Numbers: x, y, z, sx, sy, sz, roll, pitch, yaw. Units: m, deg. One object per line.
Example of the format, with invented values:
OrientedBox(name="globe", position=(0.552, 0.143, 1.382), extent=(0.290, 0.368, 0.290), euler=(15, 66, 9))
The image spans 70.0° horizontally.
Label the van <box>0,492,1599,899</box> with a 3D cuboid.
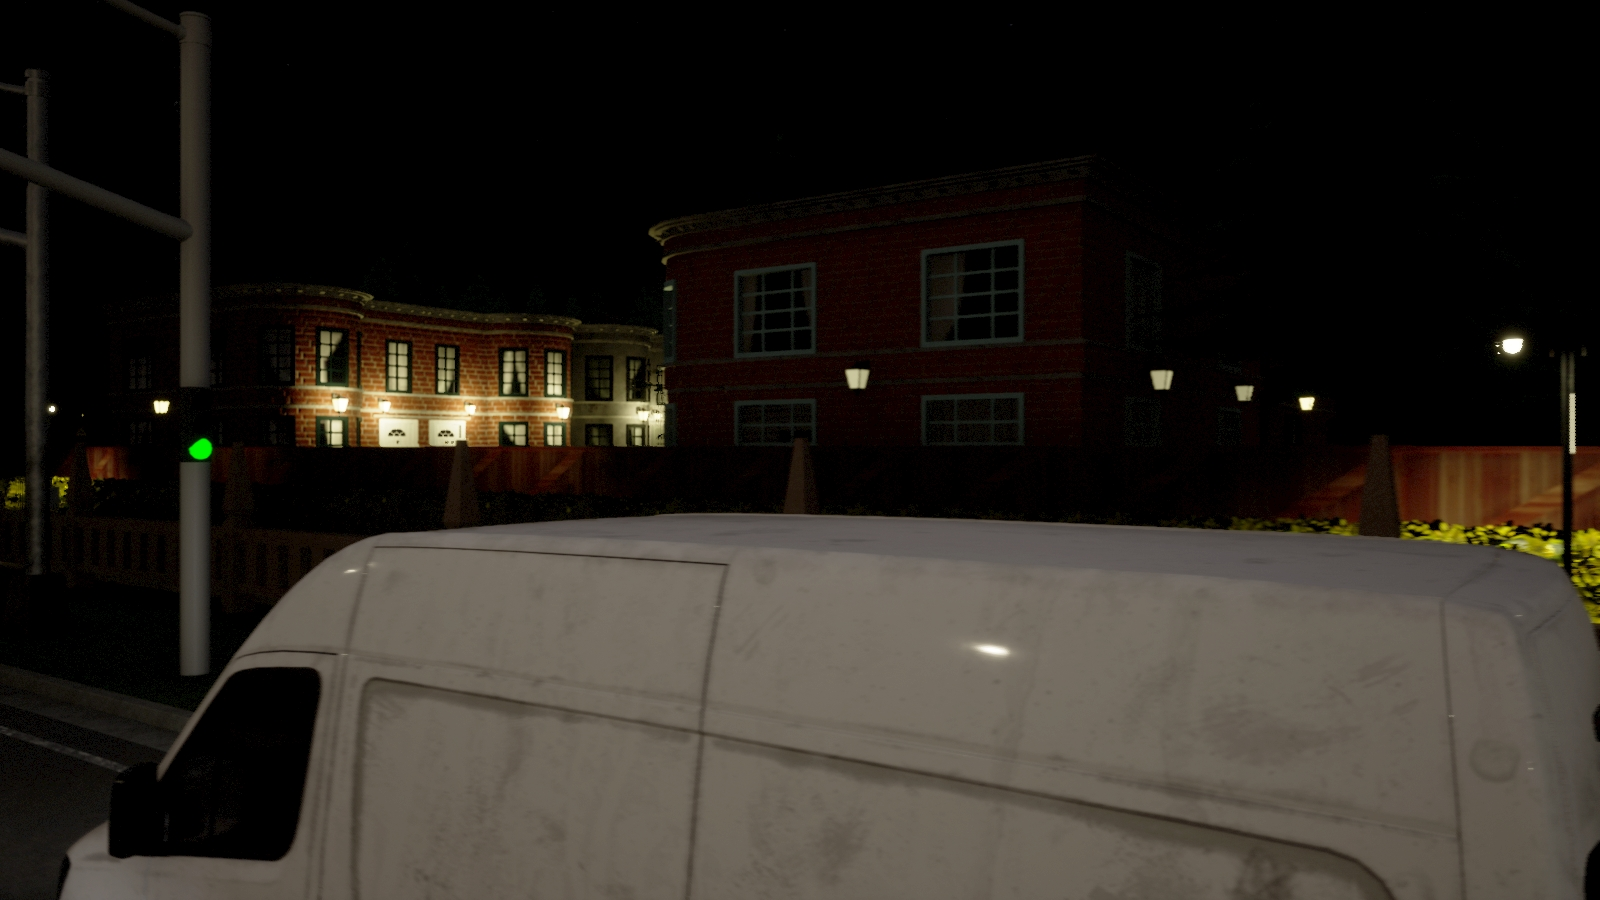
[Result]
OrientedBox(name="van", position=(-0.570, 1.530, 4.151), extent=(5.915, 2.561, 1.988), euler=(0, 0, 35))
